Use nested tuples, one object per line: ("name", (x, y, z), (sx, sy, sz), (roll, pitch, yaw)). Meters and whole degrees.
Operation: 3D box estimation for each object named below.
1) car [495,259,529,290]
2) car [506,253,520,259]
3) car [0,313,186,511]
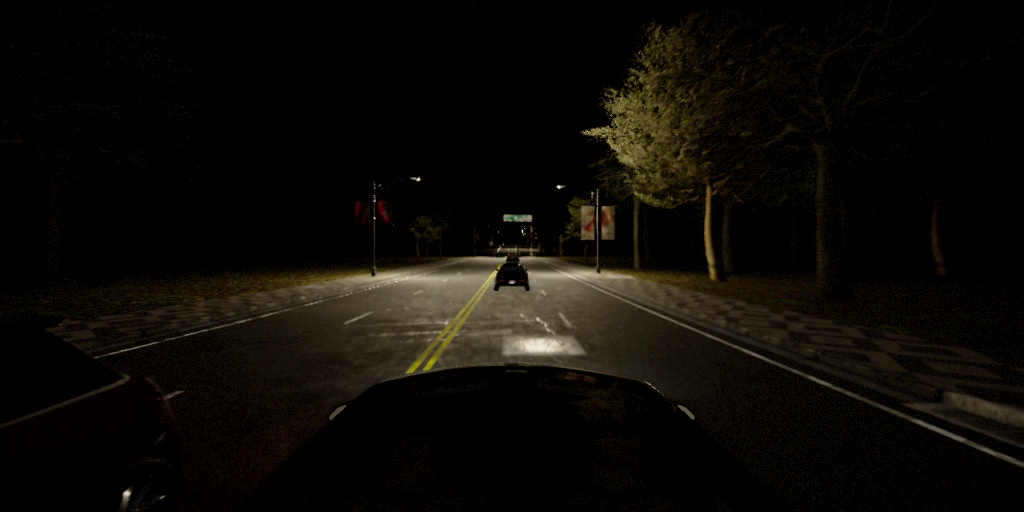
("car", (0.004, 1.139, 20.825), (1.812, 1.442, 4.674), (0, 1, 0))
("car", (0.114, 0.570, 50.325), (2.128, 1.511, 4.902), (0, 1, 0))
("car", (-3.335, 1.100, 0.531), (2.097, 1.767, 4.553), (0, 0, 0))
